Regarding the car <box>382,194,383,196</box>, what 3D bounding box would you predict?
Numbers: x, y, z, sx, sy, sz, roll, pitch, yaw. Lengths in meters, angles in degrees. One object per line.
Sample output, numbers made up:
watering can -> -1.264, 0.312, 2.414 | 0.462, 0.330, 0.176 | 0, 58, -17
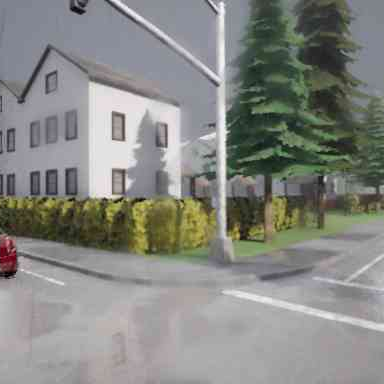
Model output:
car -> 36.051, 1.310, 64.389 | 3.866, 1.878, 1.905 | -1, 0, 40

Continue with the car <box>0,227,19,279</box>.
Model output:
car -> -6.781, 1.435, 9.239 | 4.553, 1.767, 2.097 | -1, -1, 38
